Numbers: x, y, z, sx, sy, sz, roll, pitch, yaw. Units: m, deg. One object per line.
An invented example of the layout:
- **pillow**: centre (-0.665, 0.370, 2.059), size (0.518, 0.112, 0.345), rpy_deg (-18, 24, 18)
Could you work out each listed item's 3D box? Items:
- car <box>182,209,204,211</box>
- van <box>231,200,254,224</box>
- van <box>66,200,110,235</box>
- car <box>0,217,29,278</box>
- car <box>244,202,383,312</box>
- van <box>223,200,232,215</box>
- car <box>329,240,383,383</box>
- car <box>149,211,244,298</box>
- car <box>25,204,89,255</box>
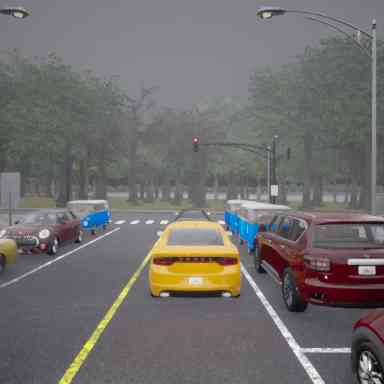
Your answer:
- **car**: centre (0.039, 1.565, 17.500), size (1.994, 1.385, 4.181), rpy_deg (0, 0, 0)
- **van**: centre (2.746, 1.342, 13.061), size (1.690, 1.788, 3.998), rpy_deg (0, 0, 0)
- **van**: centre (-5.786, 1.343, 18.489), size (1.690, 1.788, 3.998), rpy_deg (0, 0, 0)
- **car**: centre (-5.772, 1.526, 7.444), size (1.752, 1.417, 4.829), rpy_deg (0, 0, 0)
- **car**: centre (2.753, 1.315, 7.624), size (2.192, 1.841, 5.009), rpy_deg (0, 0, 0)
- **van**: centre (2.739, 1.343, 18.499), size (1.690, 1.788, 3.998), rpy_deg (0, 0, 0)
- **car**: centre (2.759, 1.440, 2.186), size (1.967, 1.590, 4.097), rpy_deg (0, 0, 0)
- **car**: centre (0.076, 1.478, 8.578), size (1.882, 1.535, 5.008), rpy_deg (0, 0, 0)
- **car**: centre (-5.779, 1.441, 13.051), size (1.967, 1.590, 4.097), rpy_deg (0, 0, 0)
